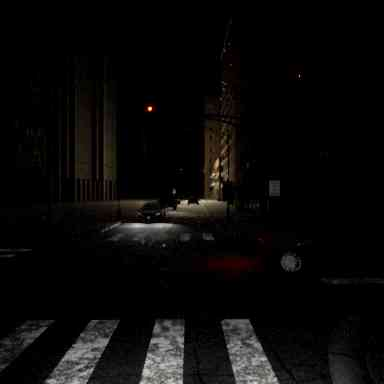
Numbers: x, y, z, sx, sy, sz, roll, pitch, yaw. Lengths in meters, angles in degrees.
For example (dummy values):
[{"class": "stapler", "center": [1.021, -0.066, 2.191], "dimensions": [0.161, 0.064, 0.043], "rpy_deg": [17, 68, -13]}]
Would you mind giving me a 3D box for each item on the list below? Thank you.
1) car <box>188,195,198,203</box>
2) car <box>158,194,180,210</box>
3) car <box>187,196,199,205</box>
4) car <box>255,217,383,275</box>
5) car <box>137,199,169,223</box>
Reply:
[{"class": "car", "center": [0.213, 1.476, 67.871], "dimensions": [1.882, 1.535, 5.008], "rpy_deg": [0, 0, 0]}, {"class": "car", "center": [-3.021, 1.225, 42.334], "dimensions": [2.150, 2.045, 5.566], "rpy_deg": [0, 0, 1]}, {"class": "car", "center": [0.200, 1.526, 57.962], "dimensions": [1.812, 1.442, 4.674], "rpy_deg": [0, 0, 0]}, {"class": "car", "center": [4.322, 1.477, 9.377], "dimensions": [5.008, 1.535, 1.882], "rpy_deg": [0, 2, 19]}, {"class": "car", "center": [-3.055, 1.527, 25.794], "dimensions": [1.812, 1.442, 4.674], "rpy_deg": [0, 0, 0]}]
